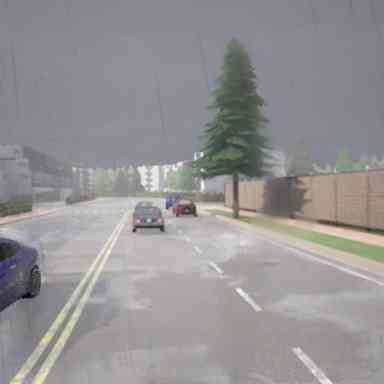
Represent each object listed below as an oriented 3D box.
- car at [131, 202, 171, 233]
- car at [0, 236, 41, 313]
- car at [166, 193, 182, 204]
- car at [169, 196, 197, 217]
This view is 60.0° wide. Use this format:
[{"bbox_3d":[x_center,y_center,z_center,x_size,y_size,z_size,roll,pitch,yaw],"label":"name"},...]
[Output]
[{"bbox_3d":[-2.626,1.536,19.886,2.033,1.411,5.357,0,0,-9],"label":"car"},{"bbox_3d":[-4.108,1.549,5.735,1.812,1.442,4.674,0,0,-6],"label":"car"},{"bbox_3d":[-2.182,1.169,44.096,2.150,2.045,5.566,-1,0,2],"label":"car"},{"bbox_3d":[-0.756,1.433,30.984,1.882,1.535,5.008,0,0,-9],"label":"car"}]
